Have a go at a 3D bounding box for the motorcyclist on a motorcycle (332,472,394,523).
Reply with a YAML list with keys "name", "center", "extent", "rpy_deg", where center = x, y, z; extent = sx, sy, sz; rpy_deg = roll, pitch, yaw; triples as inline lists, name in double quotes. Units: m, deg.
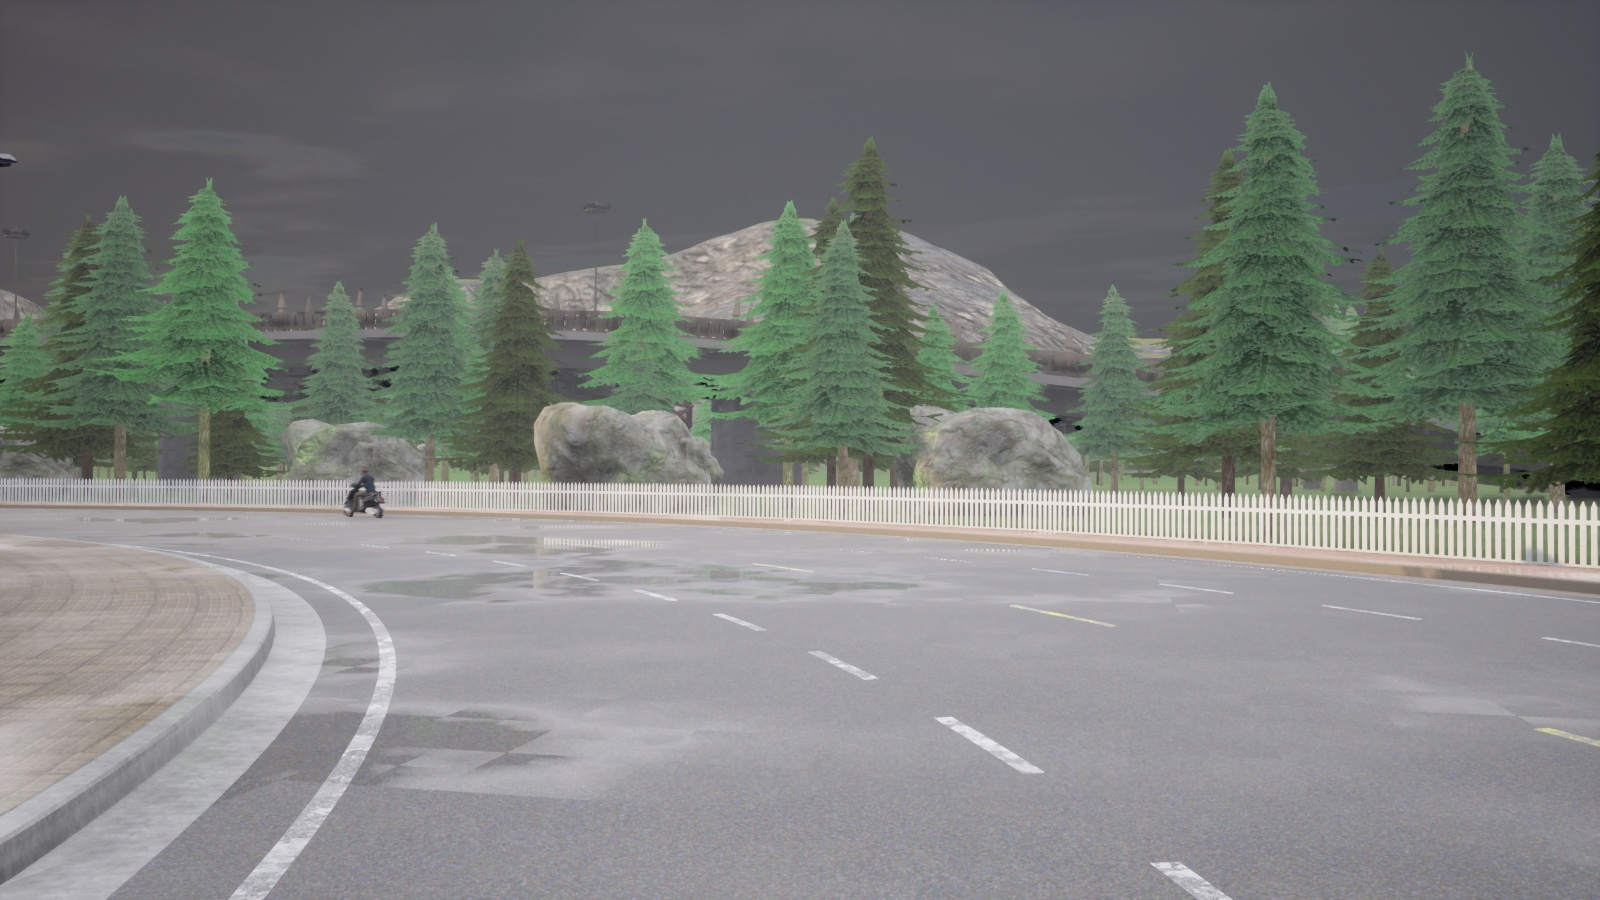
- name: "motorcyclist on a motorcycle"
  center: [-13.979, 1.497, 40.178]
  extent: [1.817, 1.590, 0.866]
  rpy_deg: [-1, -1, 28]
